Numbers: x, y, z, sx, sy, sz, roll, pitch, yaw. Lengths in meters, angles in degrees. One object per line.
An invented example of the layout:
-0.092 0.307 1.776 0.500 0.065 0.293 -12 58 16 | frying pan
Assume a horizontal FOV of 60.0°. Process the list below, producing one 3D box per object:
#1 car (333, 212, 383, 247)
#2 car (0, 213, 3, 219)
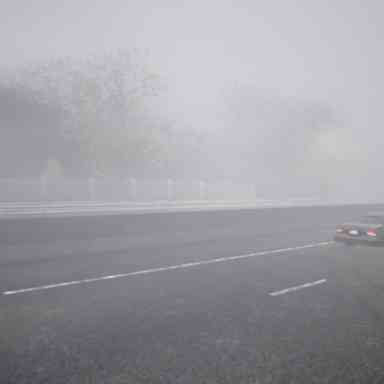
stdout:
8.042 1.539 13.785 5.357 1.411 2.033 0 0 -36 | car
-13.712 1.564 19.983 4.181 1.385 1.994 0 0 -35 | car
